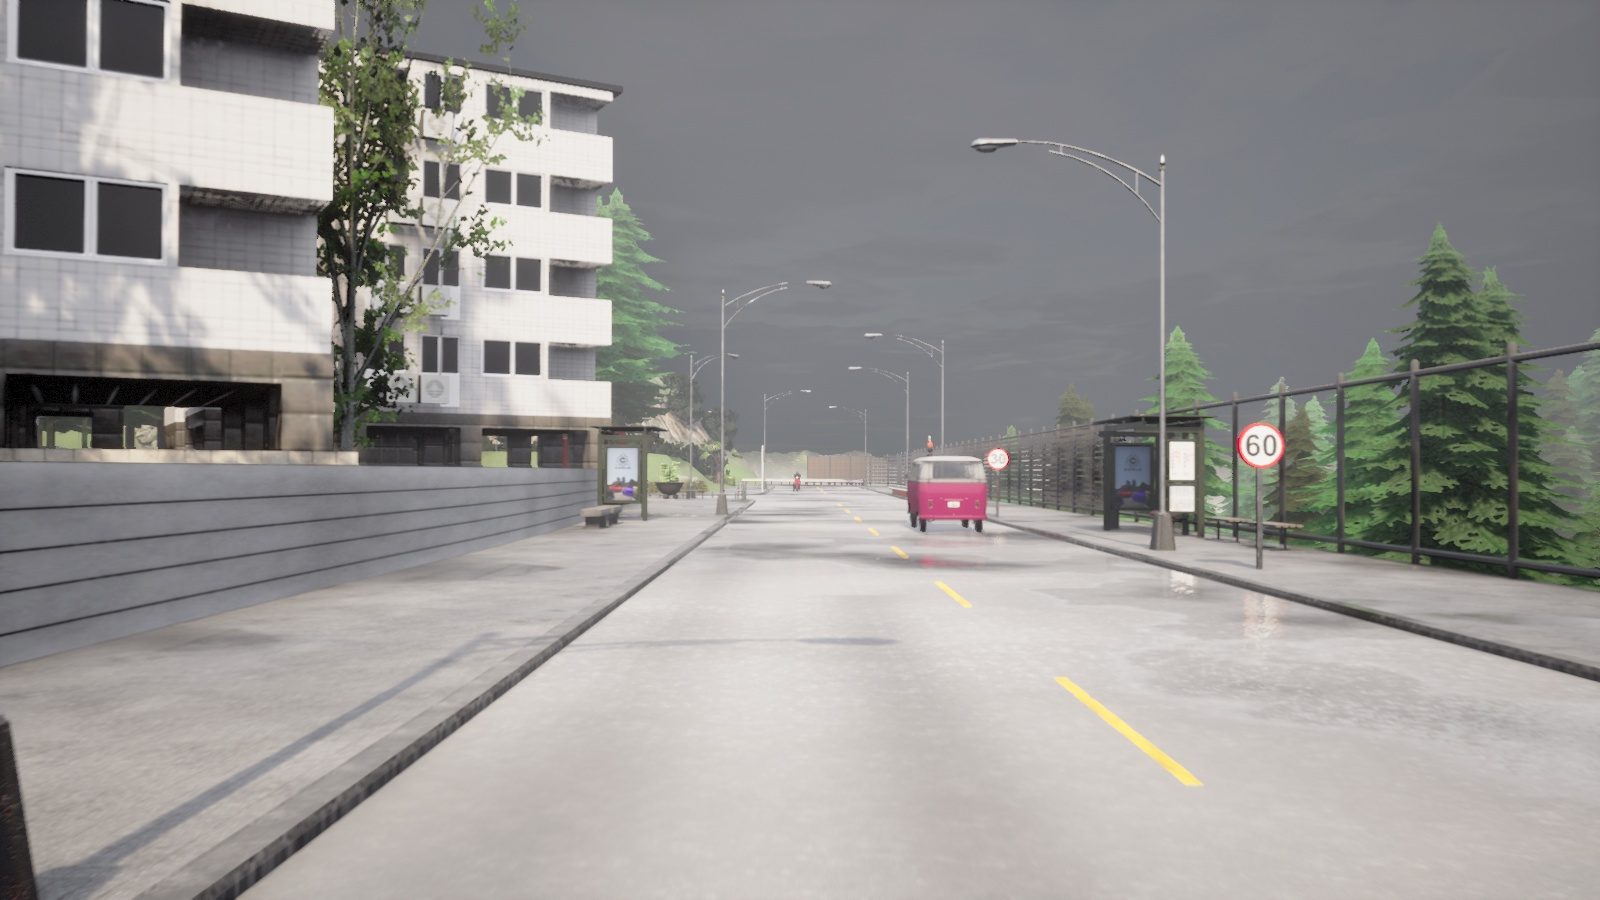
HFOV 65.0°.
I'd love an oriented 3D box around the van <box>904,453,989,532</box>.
[{"bbox_3d":[3.909,1.122,34.108,1.775,1.987,4.442,0,-1,0],"label":"van"}]
